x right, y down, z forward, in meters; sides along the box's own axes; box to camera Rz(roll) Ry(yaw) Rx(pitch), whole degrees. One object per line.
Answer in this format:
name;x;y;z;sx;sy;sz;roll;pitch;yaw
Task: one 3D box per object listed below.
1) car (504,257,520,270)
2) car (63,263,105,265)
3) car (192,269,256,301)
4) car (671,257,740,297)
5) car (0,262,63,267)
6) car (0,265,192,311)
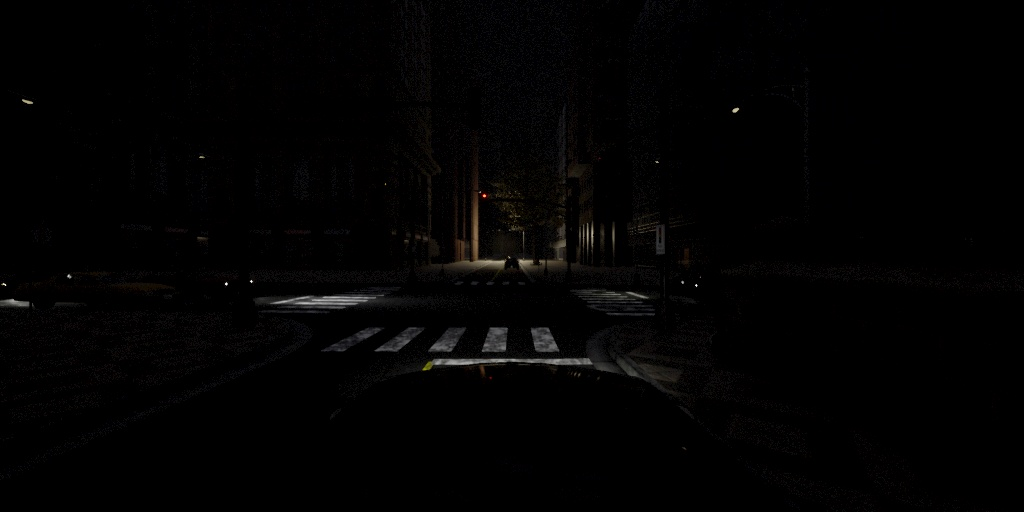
car;-0.018;1.070;49.655;1.837;1.490;4.892;0;0;0
car;-26.358;1.065;21.645;4.313;1.339;1.948;0;0;0
car;-14.102;1.231;15.741;4.718;1.301;1.895;1;0;0
car;11.745;1.051;18.856;5.566;2.045;2.150;0;0;0
car;-23.846;1.076;15.774;5.357;1.411;2.033;1;0;0
car;-14.965;1.146;13.083;4.829;1.417;1.751;0;0;0
